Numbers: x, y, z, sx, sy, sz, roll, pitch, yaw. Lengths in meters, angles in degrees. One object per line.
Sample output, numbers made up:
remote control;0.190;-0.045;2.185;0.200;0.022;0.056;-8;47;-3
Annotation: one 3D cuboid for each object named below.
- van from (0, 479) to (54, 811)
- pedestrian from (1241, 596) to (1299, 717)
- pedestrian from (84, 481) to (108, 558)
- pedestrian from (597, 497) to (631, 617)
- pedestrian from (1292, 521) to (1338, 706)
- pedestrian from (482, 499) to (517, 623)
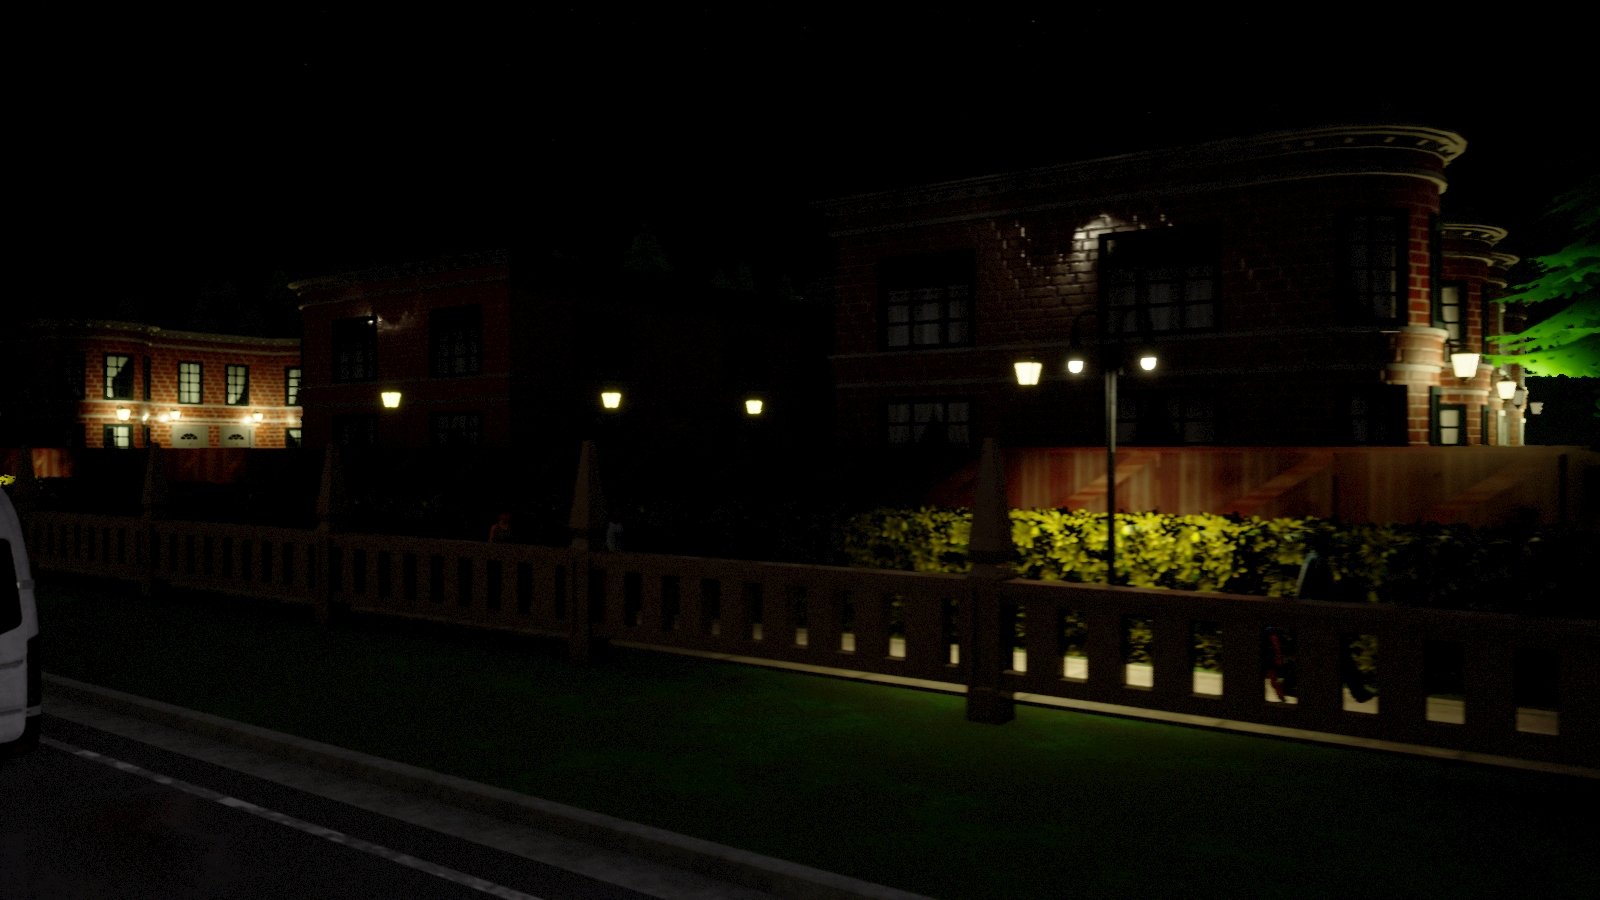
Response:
van;-8.996;1.531;10.080;5.915;2.561;1.988;0;0;35
pedestrian;4.764;2.076;11.578;0.500;1.100;0.500;0;0;27
pedestrian;-17.166;1.689;27.863;0.375;1.860;0.375;0;0;36
pedestrian;-2.962;1.693;18.163;0.375;1.860;0.375;0;0;38
pedestrian;5.390;1.694;11.952;0.375;1.860;0.375;0;0;34
pedestrian;-4.626;1.693;17.590;0.375;1.860;0.375;0;0;35
